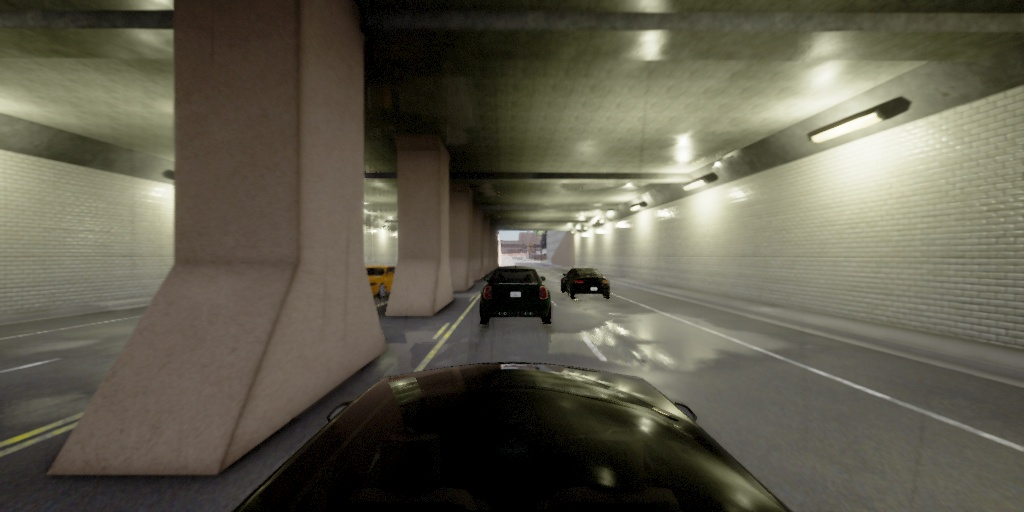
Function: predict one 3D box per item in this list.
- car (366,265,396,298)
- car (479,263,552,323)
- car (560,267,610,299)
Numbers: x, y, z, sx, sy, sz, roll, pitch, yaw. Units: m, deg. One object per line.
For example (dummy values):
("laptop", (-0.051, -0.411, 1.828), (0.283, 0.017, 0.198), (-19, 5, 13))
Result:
("car", (-7.097, 1.229, 18.707), (1.882, 1.535, 5.008), (0, 0, 0))
("car", (0.101, 1.102, 12.190), (2.097, 1.767, 4.553), (0, 0, 0))
("car", (3.589, 1.276, 18.019), (1.812, 1.442, 4.674), (0, 0, 0))
